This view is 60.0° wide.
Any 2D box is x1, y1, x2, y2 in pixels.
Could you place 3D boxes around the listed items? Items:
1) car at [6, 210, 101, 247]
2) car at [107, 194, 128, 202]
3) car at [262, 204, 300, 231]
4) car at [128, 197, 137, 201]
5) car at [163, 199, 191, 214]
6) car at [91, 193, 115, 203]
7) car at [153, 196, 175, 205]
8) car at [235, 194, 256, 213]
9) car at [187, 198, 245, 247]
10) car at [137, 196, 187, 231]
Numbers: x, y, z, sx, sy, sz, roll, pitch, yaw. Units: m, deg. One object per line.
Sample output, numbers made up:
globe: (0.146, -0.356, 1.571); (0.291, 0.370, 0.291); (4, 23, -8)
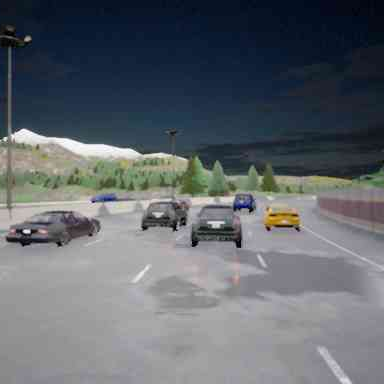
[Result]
car: (-5.931, 1.538, 15.022); (2.033, 1.411, 5.357); (0, 0, 7)
car: (-12.315, 1.542, 59.983); (2.033, 1.411, 5.357); (0, 0, 23)
car: (5.551, 1.505, 21.029); (1.882, 1.535, 5.008); (0, 0, 9)
car: (-8.814, 1.605, 59.350); (1.895, 1.301, 4.718); (0, 0, 23)
car: (-1.587, 1.540, 36.995); (1.812, 1.442, 4.674); (0, 0, 15)
car: (-15.932, 1.206, 60.404); (2.150, 2.045, 5.566); (0, 0, 22)
car: (-4.968, 1.520, 59.373); (1.837, 1.490, 4.892); (0, 0, 23)
car: (6.184, 1.259, 38.724); (2.150, 2.045, 5.566); (0, 0, 17)
car: (1.202, 1.363, 15.334); (2.097, 1.767, 4.553); (0, 0, 7)
car: (-1.571, 1.358, 20.682); (2.097, 1.767, 4.553); (0, 0, 9)
